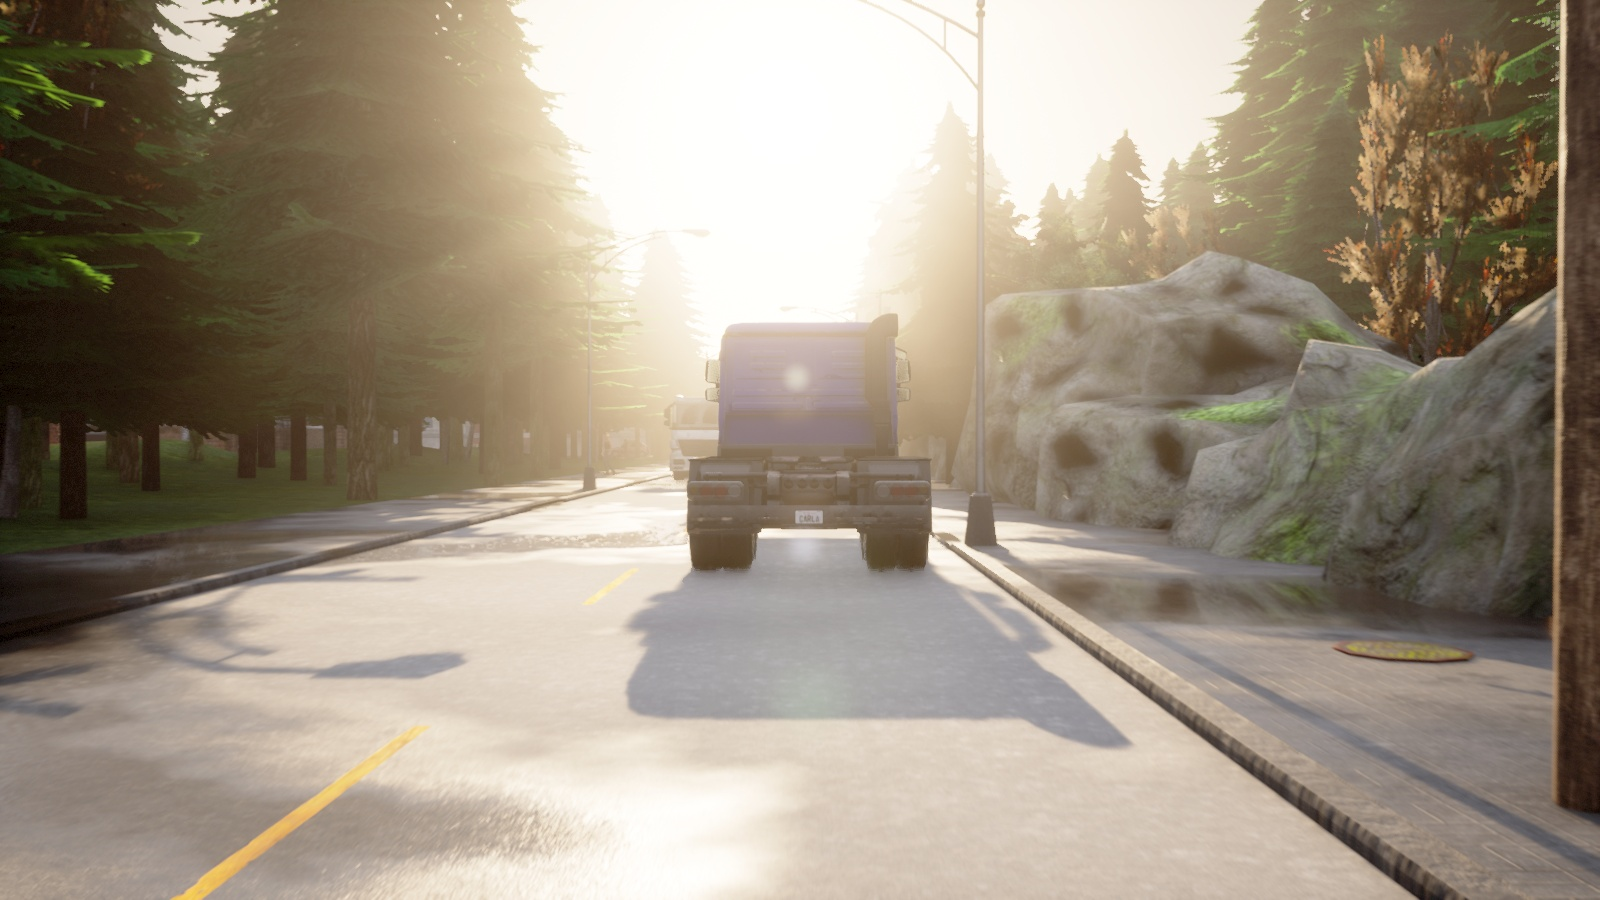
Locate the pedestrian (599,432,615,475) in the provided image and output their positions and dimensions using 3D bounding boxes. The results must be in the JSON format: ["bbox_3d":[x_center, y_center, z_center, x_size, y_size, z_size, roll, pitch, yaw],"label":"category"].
[{"bbox_3d":[-8.355,0.151,54.316,0.345,1.836,0.594,0,0,42],"label":"pedestrian"}]

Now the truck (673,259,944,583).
[{"bbox_3d":[0.115,-0.331,17.382,2.891,3.462,7.936,0,0,0],"label":"truck"}]

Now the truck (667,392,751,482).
[{"bbox_3d":[-3.683,-0.529,52.771,2.891,3.462,7.936,0,0,0],"label":"truck"}]
